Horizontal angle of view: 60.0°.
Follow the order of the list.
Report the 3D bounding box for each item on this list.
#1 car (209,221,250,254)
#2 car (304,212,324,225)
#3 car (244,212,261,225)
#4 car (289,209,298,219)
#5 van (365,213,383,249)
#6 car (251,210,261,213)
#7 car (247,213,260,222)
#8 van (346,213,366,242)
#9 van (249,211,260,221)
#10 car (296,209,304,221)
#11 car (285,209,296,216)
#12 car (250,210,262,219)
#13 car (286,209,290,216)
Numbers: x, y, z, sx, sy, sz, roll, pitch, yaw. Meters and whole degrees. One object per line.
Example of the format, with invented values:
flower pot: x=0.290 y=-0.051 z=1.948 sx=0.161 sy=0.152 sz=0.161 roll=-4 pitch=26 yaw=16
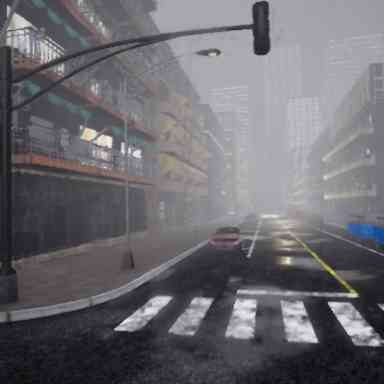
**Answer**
car: x=2.007 y=2.507 z=17.998 sx=1.802 sy=1.307 sz=4.206 roll=-3 pitch=-3 yaw=12
car: x=16.176 y=3.548 z=43.510 sx=1.802 sy=1.307 sz=4.206 roll=-3 pitch=-3 yaw=12
car: x=8.033 y=3.830 z=45.321 sx=1.802 sy=1.307 sz=4.206 roll=-3 pitch=-3 yaw=12
car: x=20.986 y=4.340 z=65.383 sx=2.192 sy=1.841 sz=5.009 roll=-3 pitch=-3 yaw=12
van: x=10.142 y=1.985 z=16.200 sx=1.690 sy=1.788 sz=3.998 roll=-3 pitch=-3 yaw=12
car: x=9.232 y=3.953 z=50.793 sx=1.967 sy=1.590 sz=4.097 roll=-3 pitch=-3 yaw=12
car: x=10.441 y=4.328 z=56.252 sx=2.008 sy=1.369 sz=4.403 roll=-3 pitch=-3 yaw=12
van: x=11.347 y=2.249 z=21.665 sx=1.690 sy=1.788 sz=3.998 roll=-3 pitch=-3 yaw=12
van: x=11.639 y=4.384 z=61.728 sx=1.690 sy=1.788 sz=3.998 roll=-3 pitch=-3 yaw=12
car: x=18.621 y=4.029 z=54.608 sx=1.752 sy=1.417 sz=4.829 roll=-3 pitch=-3 yaw=12
car: x=25.807 y=5.400 z=87.241 sx=2.192 sy=1.841 sz=5.009 roll=-3 pitch=-3 yaw=12
car: x=14.026 y=4.888 z=72.663 sx=2.192 sy=1.841 sz=5.009 roll=-3 pitch=-3 yaw=12
car: x=23.396 y=4.870 z=76.312 sx=2.192 sy=1.841 sz=5.009 roll=-3 pitch=-3 yaw=12
